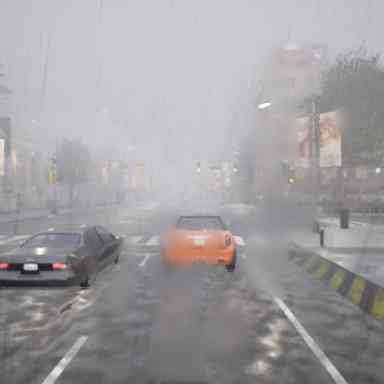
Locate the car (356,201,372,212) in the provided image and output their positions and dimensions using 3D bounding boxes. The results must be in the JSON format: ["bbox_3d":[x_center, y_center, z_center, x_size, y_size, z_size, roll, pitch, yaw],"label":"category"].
[{"bbox_3d":[23.582,1.803,42.554,4.902,1.511,2.128,0,0,1],"label":"car"}]

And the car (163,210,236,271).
[{"bbox_3d":[0.254,1.431,11.397,2.097,1.767,4.553,0,0,1],"label":"car"}]

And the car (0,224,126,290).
[{"bbox_3d":[-3.281,1.610,9.360,2.033,1.411,5.357,0,0,1],"label":"car"}]

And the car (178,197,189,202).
[{"bbox_3d":[-2.028,2.228,92.492,1.895,1.301,4.718,0,0,1],"label":"car"}]

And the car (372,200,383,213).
[{"bbox_3d":[24.019,1.851,39.056,4.181,1.385,1.994,0,0,1],"label":"car"}]
